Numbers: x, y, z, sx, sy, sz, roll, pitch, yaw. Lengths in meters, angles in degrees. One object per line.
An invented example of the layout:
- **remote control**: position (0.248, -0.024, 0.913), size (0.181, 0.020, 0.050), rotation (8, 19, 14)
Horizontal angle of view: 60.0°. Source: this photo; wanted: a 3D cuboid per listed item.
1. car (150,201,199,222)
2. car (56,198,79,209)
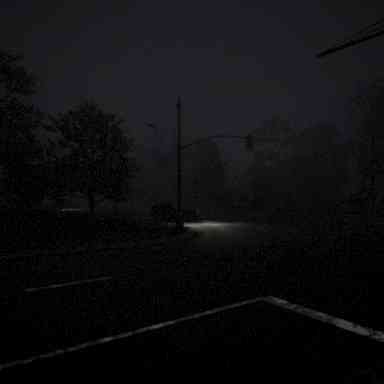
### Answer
- **car**: position (-1.453, 1.471, 26.416), size (1.882, 1.535, 5.008), rotation (0, 0, -37)
- **car**: position (-17.643, 1.519, 46.709), size (2.033, 1.411, 5.357), rotation (0, 0, -39)
